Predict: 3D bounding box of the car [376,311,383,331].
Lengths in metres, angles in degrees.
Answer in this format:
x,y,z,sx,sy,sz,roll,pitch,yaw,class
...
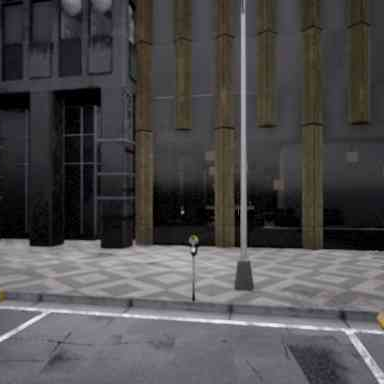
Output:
x,y,z,sx,sy,sz,roll,pitch,yaw,class
4.893,1.542,3.829,4.829,1.417,1.752,0,0,10,car

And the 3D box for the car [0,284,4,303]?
x,y,z,sx,sy,sz,roll,pitch,yaw,class
-5.809,1.583,5.761,4.829,1.417,1.752,0,0,10,car
